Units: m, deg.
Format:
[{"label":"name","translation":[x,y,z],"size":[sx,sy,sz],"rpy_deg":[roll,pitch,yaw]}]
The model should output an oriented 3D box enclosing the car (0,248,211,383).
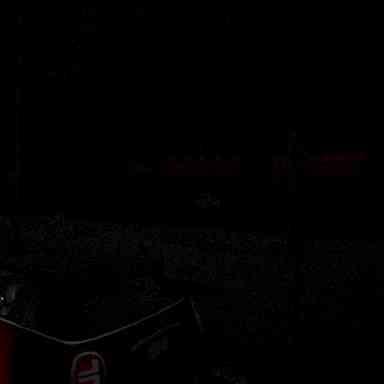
[{"label":"car","translation":[-1.883,1.439,4.146],"size":[4.097,1.590,1.967],"rpy_deg":[0,1,36]}]
